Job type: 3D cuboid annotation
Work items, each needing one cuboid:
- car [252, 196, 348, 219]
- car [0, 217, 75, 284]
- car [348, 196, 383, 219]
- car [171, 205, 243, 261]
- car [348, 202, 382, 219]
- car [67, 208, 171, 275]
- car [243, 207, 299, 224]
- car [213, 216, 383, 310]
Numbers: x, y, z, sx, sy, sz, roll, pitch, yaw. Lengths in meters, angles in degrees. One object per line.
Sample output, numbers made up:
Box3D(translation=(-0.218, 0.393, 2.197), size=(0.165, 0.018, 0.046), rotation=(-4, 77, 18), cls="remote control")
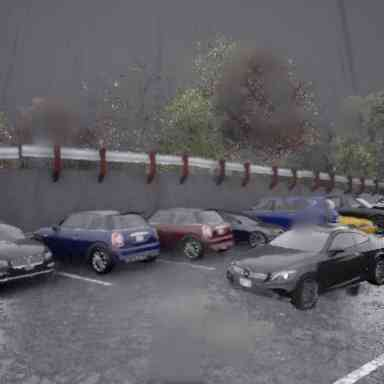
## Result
Box3D(translation=(4.107, 1.240, 15.985), size=(5.566, 2.045, 2.435), rotation=(-1, 0, 34), cls="car")
Box3D(translation=(-5.709, 1.488, 8.952), size=(4.892, 1.521, 2.231), rotation=(-1, -1, 34), cls="car")
Box3D(translation=(9.076, 1.240, 19.459), size=(5.566, 2.045, 2.435), rotation=(-1, -1, 35), cls="car")
Box3D(translation=(-0.764, 1.363, 12.438), size=(4.553, 1.767, 2.185), rotation=(-1, -1, 34), cls="car")
Box3D(translation=(6.748, 1.486, 17.620), size=(5.366, 1.575, 1.946), rotation=(-1, -1, 34), cls="car")
Box3D(translation=(-3.225, 1.362, 10.671), size=(4.553, 1.767, 2.185), rotation=(-1, -1, 35), cls="car")
Box3D(translation=(1.699, 1.519, 14.192), size=(4.792, 1.488, 2.163), rotation=(-1, -1, 35), cls="car")
Box3D(translation=(2.948, 1.528, 7.924), size=(4.674, 1.442, 1.812), rotation=(0, 0, -36), cls="car")
